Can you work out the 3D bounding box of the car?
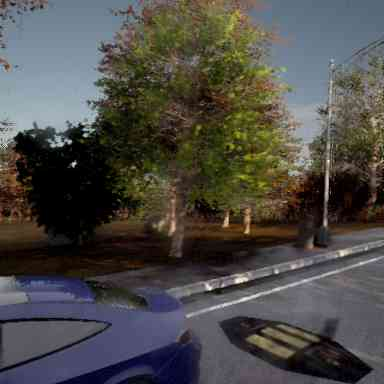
[{"bbox_3d":[-2.064,1.528,2.610,4.674,1.442,1.812,-1,0,-36],"label":"car"}]
